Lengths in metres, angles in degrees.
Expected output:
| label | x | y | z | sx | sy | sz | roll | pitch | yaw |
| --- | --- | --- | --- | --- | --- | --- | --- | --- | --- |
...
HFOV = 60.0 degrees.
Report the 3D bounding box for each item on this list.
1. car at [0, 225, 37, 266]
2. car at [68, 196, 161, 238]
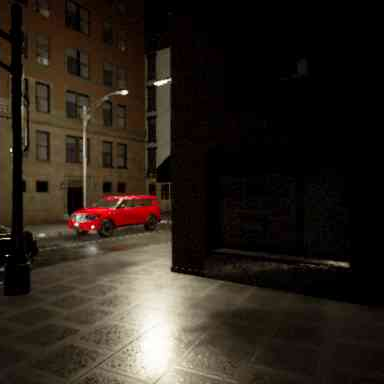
| label | x | y | z | sx | sy | sz | roll | pitch | yaw |
| --- | --- | --- | --- | --- | --- | --- | --- | --- | --- |
| car | -6.075 | 1.516 | 8.970 | 2.128 | 1.511 | 4.902 | -1 | 0 | 2 |
| car | -4.067 | 1.241 | 18.558 | 2.150 | 2.045 | 5.566 | 0 | 0 | 35 |
